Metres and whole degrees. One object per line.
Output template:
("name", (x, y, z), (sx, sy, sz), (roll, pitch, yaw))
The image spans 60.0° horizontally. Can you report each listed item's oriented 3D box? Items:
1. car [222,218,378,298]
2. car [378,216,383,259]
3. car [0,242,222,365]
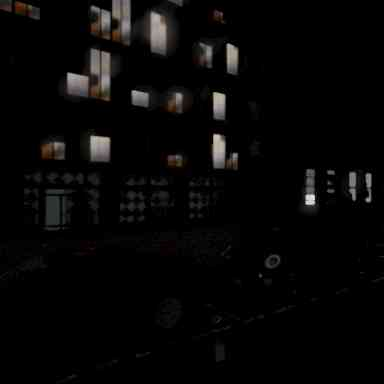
("car", (2.608, 1.430, 8.418), (4.097, 1.590, 1.967), (0, 0, -36))
("car", (7.117, 1.533, 11.636), (4.403, 1.369, 2.008), (0, 0, -36))
("car", (-1.901, 1.543, 5.201), (4.507, 1.381, 1.887), (0, 0, -36))
